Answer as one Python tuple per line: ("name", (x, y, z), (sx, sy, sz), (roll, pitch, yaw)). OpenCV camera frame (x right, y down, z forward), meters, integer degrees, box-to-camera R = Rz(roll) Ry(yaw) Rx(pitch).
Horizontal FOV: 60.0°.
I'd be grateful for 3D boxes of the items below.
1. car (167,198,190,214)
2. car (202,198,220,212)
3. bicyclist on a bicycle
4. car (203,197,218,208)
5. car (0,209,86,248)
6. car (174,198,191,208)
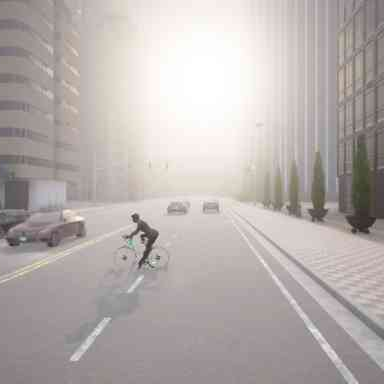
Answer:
("car", (-1.463, 1.564, 35.524), (1.994, 1.385, 4.181), (0, 0, 4))
("car", (2.244, 1.492, 39.236), (2.128, 1.511, 4.902), (0, 0, 4))
("bicyclist on a bicycle", (-1.476, 1.452, 9.646), (1.656, 1.620, 0.582), (0, 0, 3))
("car", (2.773, 1.547, 49.148), (2.033, 1.411, 5.357), (0, 0, 4))
("car", (-6.322, 1.526, 15.042), (1.812, 1.442, 4.674), (0, 0, 3))
("car", (-1.464, 1.601, 49.335), (1.895, 1.301, 4.718), (0, 0, -8))
